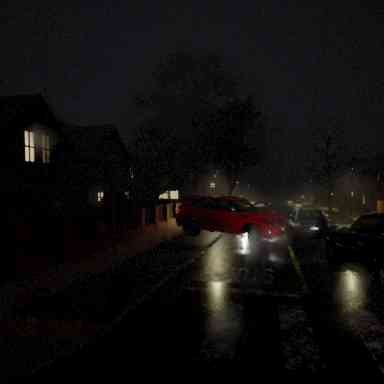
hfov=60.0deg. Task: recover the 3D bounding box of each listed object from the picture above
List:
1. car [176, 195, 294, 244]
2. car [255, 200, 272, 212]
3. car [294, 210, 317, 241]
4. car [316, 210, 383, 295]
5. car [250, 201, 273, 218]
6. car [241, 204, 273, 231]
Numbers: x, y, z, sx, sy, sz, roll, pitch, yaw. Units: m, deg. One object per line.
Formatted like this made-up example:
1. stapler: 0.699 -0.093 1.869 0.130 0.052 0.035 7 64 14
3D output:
1. car: 1.797 1.219 16.448 5.566 2.045 2.150 2 1 34
2. car: 9.025 1.685 41.928 1.895 1.301 4.718 -1 0 13
3. car: 5.861 1.577 16.506 1.994 1.385 4.181 -1 0 14
4. car: 5.117 1.299 8.548 2.097 1.767 4.553 -2 -2 2
5. car: 6.614 1.637 31.646 1.994 1.385 4.181 -1 0 13
6. car: 4.375 1.588 21.935 1.812 1.442 4.674 -1 0 13
